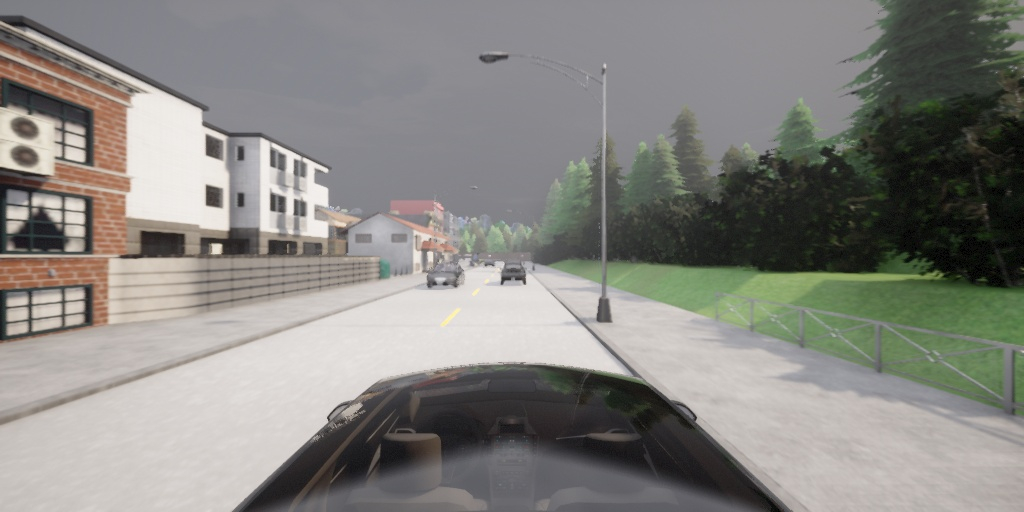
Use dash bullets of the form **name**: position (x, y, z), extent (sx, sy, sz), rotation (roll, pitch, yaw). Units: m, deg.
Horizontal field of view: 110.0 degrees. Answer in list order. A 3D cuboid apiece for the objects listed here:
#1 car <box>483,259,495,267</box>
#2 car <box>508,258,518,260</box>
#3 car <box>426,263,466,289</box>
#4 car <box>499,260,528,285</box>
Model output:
- **car**: position (-4.001, 1.280, 63.863), extent (2.033, 1.411, 5.357), rotation (0, 0, 1)
- **car**: position (0.103, 1.089, 45.062), extent (2.097, 1.767, 4.553), rotation (0, 0, 0)
- **car**: position (-4.097, 1.235, 22.854), extent (2.128, 1.511, 4.902), rotation (0, 0, 0)
- **car**: position (0.100, 1.250, 26.484), extent (1.837, 1.490, 4.892), rotation (0, 0, 0)
